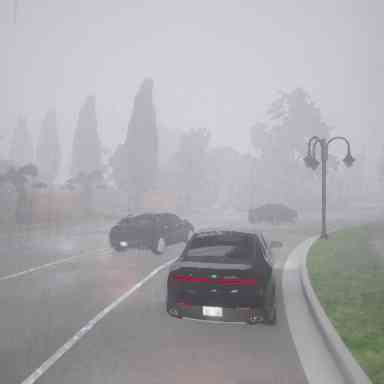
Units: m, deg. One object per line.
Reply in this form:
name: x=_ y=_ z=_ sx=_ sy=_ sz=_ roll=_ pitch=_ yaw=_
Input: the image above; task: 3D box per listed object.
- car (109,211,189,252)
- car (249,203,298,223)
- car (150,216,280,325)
car: x=-1.448 y=1.554 z=13.727 sx=1.837 sy=1.490 sz=4.892 roll=0 pitch=0 yaw=22
car: x=6.341 y=1.638 z=25.639 sx=1.882 sy=1.535 sz=5.008 roll=0 pitch=-1 yaw=44
car: x=0.844 y=1.510 z=7.242 sx=1.837 sy=1.490 sz=4.892 roll=0 pitch=0 yaw=13
